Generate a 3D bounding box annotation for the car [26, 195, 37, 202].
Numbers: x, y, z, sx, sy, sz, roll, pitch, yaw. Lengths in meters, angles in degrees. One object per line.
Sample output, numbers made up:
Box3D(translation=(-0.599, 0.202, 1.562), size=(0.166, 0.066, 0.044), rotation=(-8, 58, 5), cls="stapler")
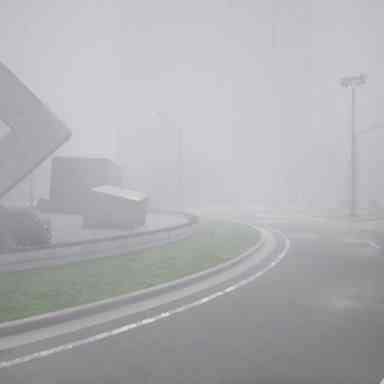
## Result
Box3D(translation=(-35.552, 1.435, 73.742), size=(1.994, 1.385, 4.181), rotation=(0, 0, -22), cls="car")
